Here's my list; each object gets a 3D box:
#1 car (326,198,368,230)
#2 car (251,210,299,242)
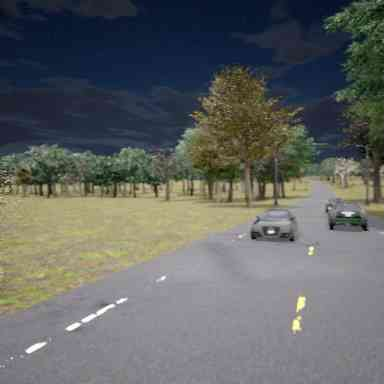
[{"bbox_3d":[9.979,1.383,21.538,2.097,1.767,4.553,0,0,22],"label":"car"},{"bbox_3d":[4.232,1.591,16.677,1.994,1.385,4.181,0,0,21],"label":"car"}]
